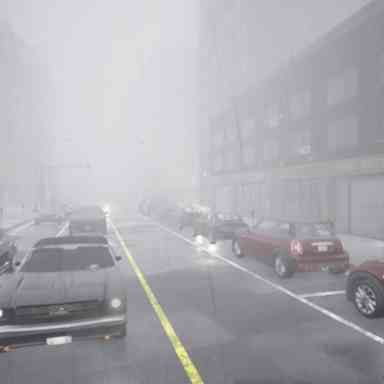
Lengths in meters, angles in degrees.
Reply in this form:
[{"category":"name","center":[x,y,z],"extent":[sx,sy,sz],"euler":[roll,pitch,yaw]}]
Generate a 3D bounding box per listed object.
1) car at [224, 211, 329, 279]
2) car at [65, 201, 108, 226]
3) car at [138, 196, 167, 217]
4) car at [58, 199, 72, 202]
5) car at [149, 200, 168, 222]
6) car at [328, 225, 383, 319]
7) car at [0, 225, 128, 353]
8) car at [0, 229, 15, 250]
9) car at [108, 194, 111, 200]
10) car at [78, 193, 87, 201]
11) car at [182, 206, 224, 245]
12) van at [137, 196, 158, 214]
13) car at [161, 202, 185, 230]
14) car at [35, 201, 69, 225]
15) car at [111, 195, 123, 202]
[{"category":"car","center":[2.754,1.447,10.271],"extent":[1.967,1.590,4.097],"euler":[0,0,-16]},{"category":"car","center":[-5.789,1.484,18.642],"extent":[1.882,1.535,5.008],"euler":[0,0,-16]},{"category":"car","center":[-3.435,1.330,31.481],"extent":[2.192,1.841,5.009],"euler":[0,0,-16]},{"category":"car","center":[-11.618,1.574,29.086],"extent":[1.947,1.339,4.313],"euler":[0,0,-16]},{"category":"car","center":[-1.888,1.579,26.178],"extent":[1.947,1.339,4.313],"euler":[0,0,-16]},{"category":"car","center":[4.302,1.446,4.968],"extent":[1.967,1.590,4.097],"euler":[0,0,-16]},{"category":"car","center":[-2.332,1.603,6.402],"extent":[1.895,1.301,4.718],"euler":[0,0,-16]},{"category":"car","center":[-5.426,1.567,7.870],"extent":[1.947,1.339,4.313],"euler":[0,0,-16]},{"category":"car","center":[-20.957,1.656,89.621],"extent":[1.802,1.307,4.206],"euler":[0,0,-18]},{"category":"car","center":[-29.089,1.507,87.062],"extent":[1.967,1.590,4.097],"euler":[0,0,-18]},{"category":"car","center":[1.207,1.560,15.573],"extent":[2.008,1.369,4.403],"euler":[0,0,-16]},{"category":"van","center":[-4.982,1.358,36.783],"extent":[1.690,1.788,3.998],"euler":[0,0,-16]},{"category":"car","center":[-0.340,1.562,20.875],"extent":[2.008,1.369,4.403],"euler":[0,0,-16]},{"category":"car","center":[-10.070,1.588,23.782],"extent":[1.802,1.307,4.206],"euler":[0,0,-16]},{"category":"car","center":[-17.552,1.498,78.836],"extent":[1.967,1.590,4.097],"euler":[0,0,-18]}]
